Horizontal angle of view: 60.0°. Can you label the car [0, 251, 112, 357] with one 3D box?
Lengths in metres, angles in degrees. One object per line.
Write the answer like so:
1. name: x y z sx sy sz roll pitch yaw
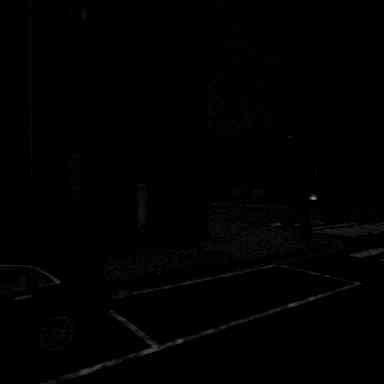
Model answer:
1. car: -3.296 1.552 4.411 4.403 1.369 2.008 0 0 -36
